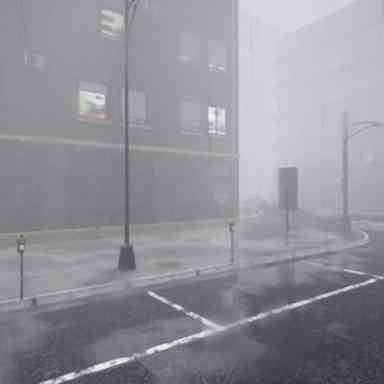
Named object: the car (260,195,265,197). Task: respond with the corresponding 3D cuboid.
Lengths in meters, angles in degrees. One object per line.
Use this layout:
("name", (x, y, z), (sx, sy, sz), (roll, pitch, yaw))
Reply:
("car", (6.816, 0.994, 38.363), (1.967, 1.590, 4.097), (1, 0, -36))

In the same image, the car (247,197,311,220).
("car", (6.588, 1.277, 24.456), (2.008, 1.369, 4.403), (1, 0, -36))

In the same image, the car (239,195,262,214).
("car", (3.407, 1.177, 28.816), (1.752, 1.417, 4.829), (1, 0, -36))
